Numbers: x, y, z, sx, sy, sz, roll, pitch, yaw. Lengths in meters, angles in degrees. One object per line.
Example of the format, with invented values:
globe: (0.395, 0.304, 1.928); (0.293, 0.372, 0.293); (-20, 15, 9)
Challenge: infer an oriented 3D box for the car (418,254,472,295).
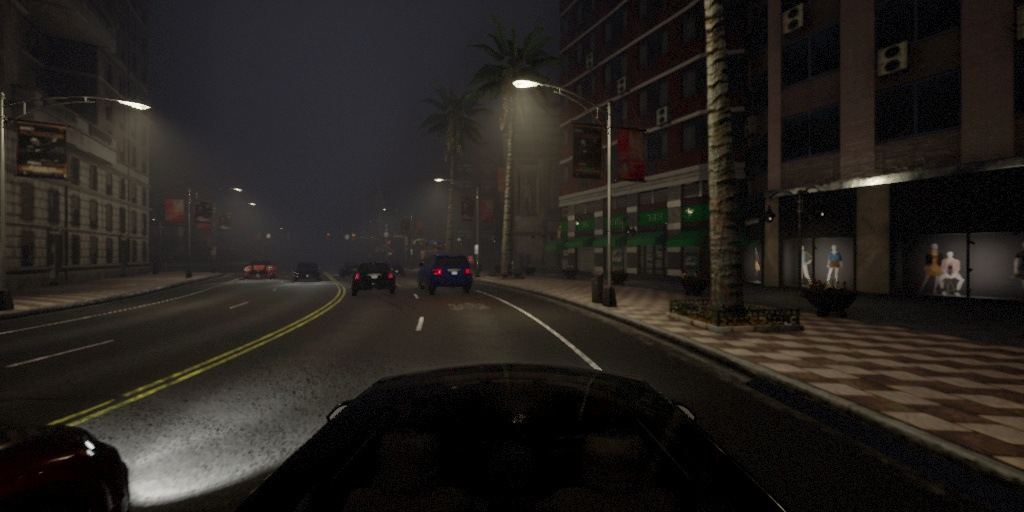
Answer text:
car: (-3.857, 0.945, 20.077); (2.150, 2.045, 5.566); (0, 0, -22)

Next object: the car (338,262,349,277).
car: (-15.466, 1.275, 34.479); (1.994, 1.385, 4.181); (0, 0, -30)

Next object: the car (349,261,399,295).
car: (-7.726, 1.079, 19.953); (2.097, 1.767, 4.553); (0, 0, -22)

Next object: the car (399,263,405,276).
car: (-11.812, 1.234, 35.140); (1.812, 1.442, 4.674); (0, 0, -29)

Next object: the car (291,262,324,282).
car: (-16.181, 1.228, 28.389); (1.837, 1.490, 4.892); (0, 0, -30)

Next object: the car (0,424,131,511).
car: (-3.588, 1.317, 0.647); (1.994, 1.385, 4.181); (0, 0, 0)

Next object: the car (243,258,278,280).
car: (-21.776, 1.073, 31.178); (2.097, 1.767, 4.553); (0, 0, -29)
